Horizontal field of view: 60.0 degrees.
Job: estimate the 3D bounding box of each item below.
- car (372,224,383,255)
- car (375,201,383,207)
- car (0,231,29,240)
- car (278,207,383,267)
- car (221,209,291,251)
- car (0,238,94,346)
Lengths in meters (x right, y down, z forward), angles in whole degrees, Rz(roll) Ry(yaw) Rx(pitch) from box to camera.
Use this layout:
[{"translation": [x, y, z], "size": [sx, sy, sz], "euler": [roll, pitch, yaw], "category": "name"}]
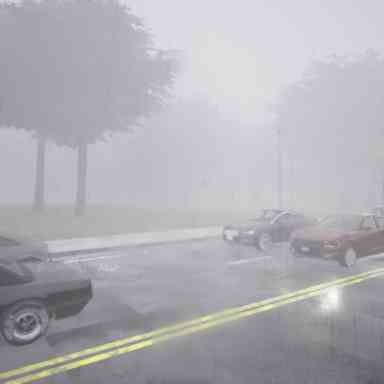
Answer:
[{"translation": [7.002, 1.532, 8.433], "size": [5.357, 1.411, 2.033], "euler": [0, 0, -35], "category": "car"}, {"translation": [13.772, 1.184, 21.426], "size": [5.566, 2.045, 2.150], "euler": [0, 0, -35], "category": "car"}, {"translation": [-5.494, 1.565, 7.736], "size": [4.181, 1.385, 1.994], "euler": [0, 0, -35], "category": "car"}, {"translation": [5.484, 1.461, 11.533], "size": [5.008, 1.535, 1.882], "euler": [0, 0, -35], "category": "car"}, {"translation": [3.444, 1.475, 14.072], "size": [4.902, 1.511, 2.128], "euler": [0, 0, -35], "category": "car"}, {"translation": [-4.029, 1.602, 4.798], "size": [4.718, 1.301, 1.895], "euler": [0, 0, -35], "category": "car"}]
